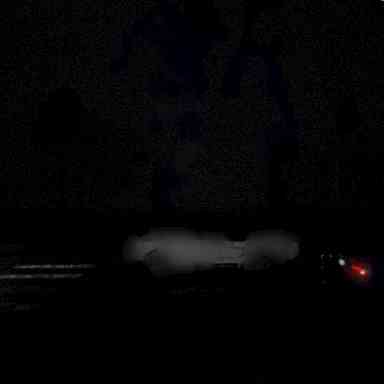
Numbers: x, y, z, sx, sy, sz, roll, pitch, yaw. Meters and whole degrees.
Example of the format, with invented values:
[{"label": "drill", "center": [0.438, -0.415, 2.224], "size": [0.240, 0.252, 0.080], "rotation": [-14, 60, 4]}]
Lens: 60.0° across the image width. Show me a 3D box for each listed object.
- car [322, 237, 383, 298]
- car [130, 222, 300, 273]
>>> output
[{"label": "car", "center": [5.624, 1.479, 6.892], "size": [5.357, 1.411, 2.033], "rotation": [-1, 0, 1]}, {"label": "car", "center": [0.601, 1.568, 9.933], "size": [4.718, 1.301, 1.895], "rotation": [0, 0, 1]}]
